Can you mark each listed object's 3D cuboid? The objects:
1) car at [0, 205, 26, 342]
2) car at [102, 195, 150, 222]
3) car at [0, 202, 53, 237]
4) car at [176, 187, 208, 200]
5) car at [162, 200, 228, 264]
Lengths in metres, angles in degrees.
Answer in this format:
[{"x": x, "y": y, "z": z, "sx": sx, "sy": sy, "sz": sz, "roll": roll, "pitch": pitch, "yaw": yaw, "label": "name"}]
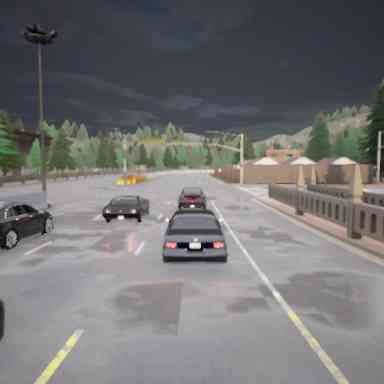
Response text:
[{"x": -3.414, "y": 1.197, "z": 1.747, "sx": 2.150, "sy": 2.045, "sz": 5.566, "roll": 0, "pitch": -1, "yaw": 1, "label": "car"}, {"x": -3.468, "y": 0.805, "z": 18.408, "sx": 1.895, "sy": 1.301, "sz": 4.718, "roll": 0, "pitch": 4, "yaw": 0, "label": "car"}, {"x": -6.939, "y": 1.120, "z": 12.501, "sx": 1.837, "sy": 1.490, "sz": 4.892, "roll": 0, "pitch": 3, "yaw": 0, "label": "car"}, {"x": 0.013, "y": 0.429, "z": 22.206, "sx": 1.837, "sy": 1.490, "sz": 4.892, "roll": 0, "pitch": 4, "yaw": 0, "label": "car"}, {"x": 0.068, "y": 1.253, "z": 10.773, "sx": 2.033, "sy": 1.411, "sz": 5.357, "roll": 0, "pitch": 3, "yaw": 0, "label": "car"}]
